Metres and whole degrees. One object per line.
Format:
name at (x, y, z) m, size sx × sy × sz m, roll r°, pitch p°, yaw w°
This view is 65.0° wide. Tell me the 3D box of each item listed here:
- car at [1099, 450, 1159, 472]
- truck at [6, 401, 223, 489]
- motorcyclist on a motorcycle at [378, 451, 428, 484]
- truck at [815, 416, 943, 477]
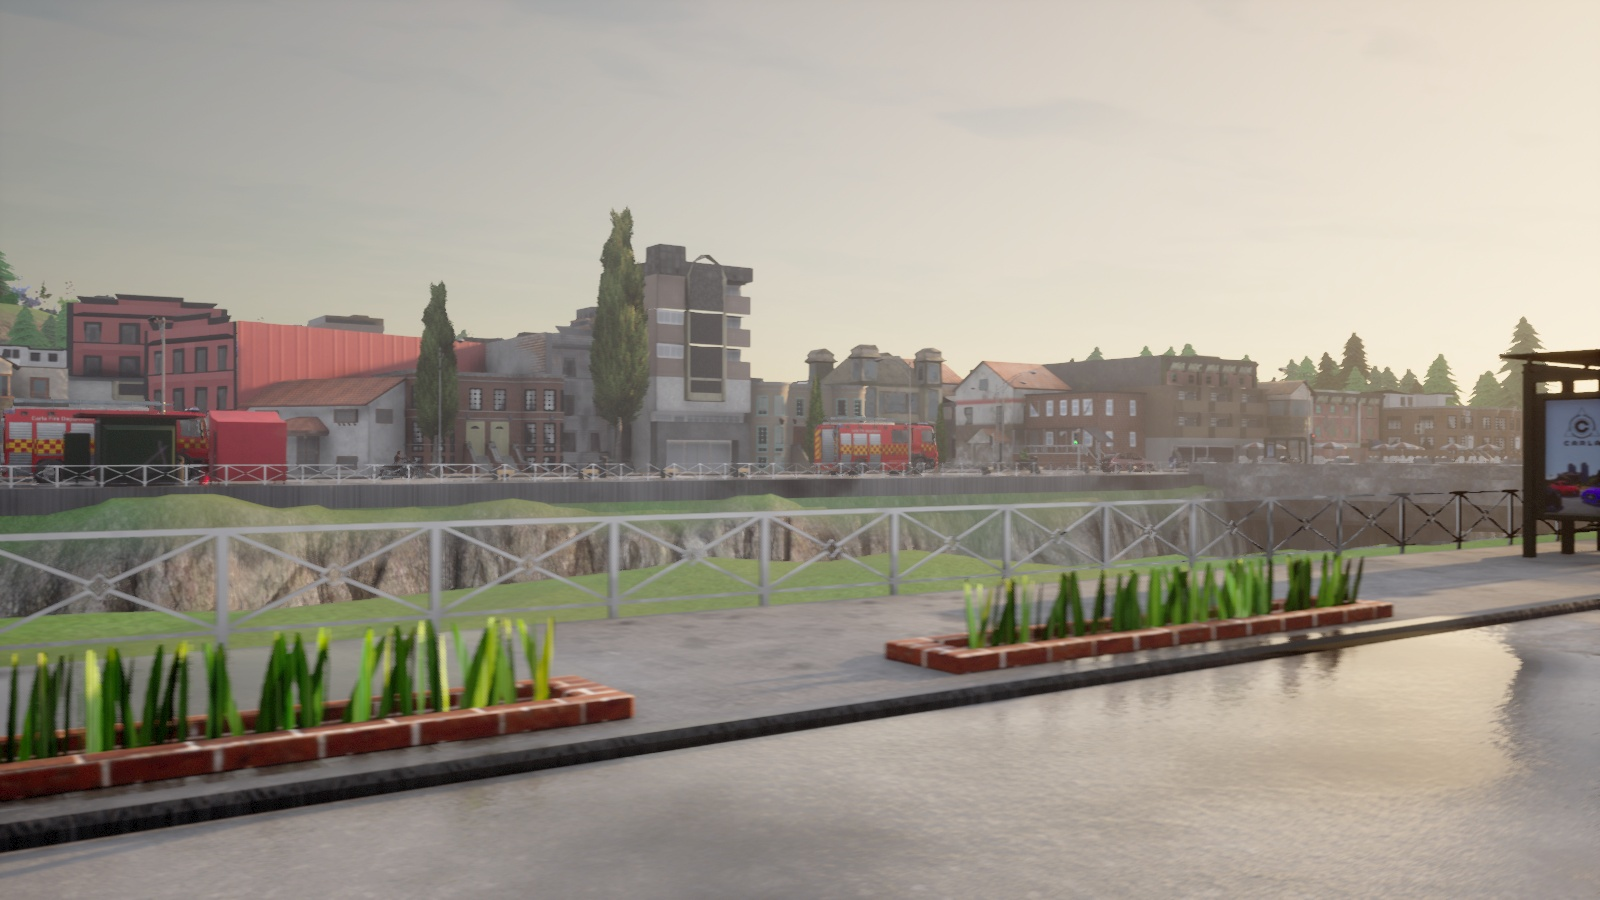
car at (25.039, 0.824, 95.529) m, size 3.988 × 1.617 × 1.851 m, roll 0°, pitch 0°, yaw -15°
truck at (-31.358, -0.212, 57.625) m, size 8.468 × 3.827 × 2.891 m, roll 0°, pitch 0°, yaw -35°
motorcyclist on a motorcycle at (-20.585, 0.898, 65.123) m, size 2.350 × 1.649 × 0.766 m, roll 0°, pitch 0°, yaw -35°
truck at (5.300, -0.227, 83.156) m, size 8.468 × 3.827 × 2.891 m, roll 0°, pitch 0°, yaw -35°
